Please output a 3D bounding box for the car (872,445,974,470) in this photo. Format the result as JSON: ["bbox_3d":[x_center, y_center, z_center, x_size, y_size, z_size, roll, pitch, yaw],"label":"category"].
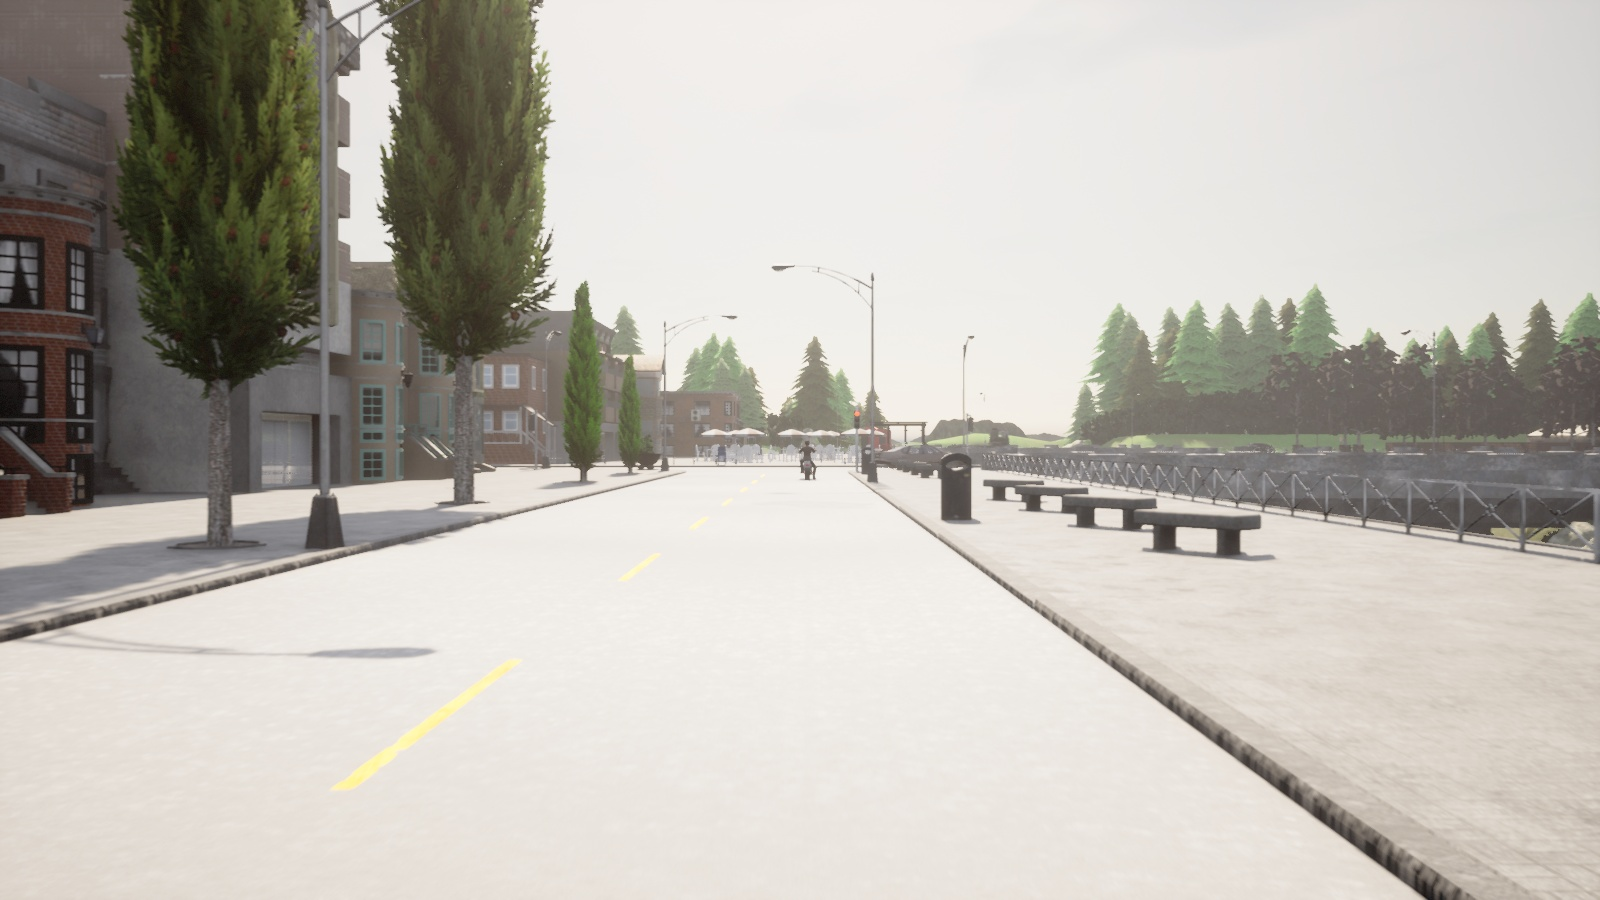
[{"bbox_3d":[6.899,0.401,70.668,5.357,1.411,2.033,0,0,-10],"label":"car"}]

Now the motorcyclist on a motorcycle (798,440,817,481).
[{"bbox_3d":[0.298,0.409,51.191,0.766,1.649,2.350,0,0,0],"label":"motorcyclist on a motorcycle"}]
